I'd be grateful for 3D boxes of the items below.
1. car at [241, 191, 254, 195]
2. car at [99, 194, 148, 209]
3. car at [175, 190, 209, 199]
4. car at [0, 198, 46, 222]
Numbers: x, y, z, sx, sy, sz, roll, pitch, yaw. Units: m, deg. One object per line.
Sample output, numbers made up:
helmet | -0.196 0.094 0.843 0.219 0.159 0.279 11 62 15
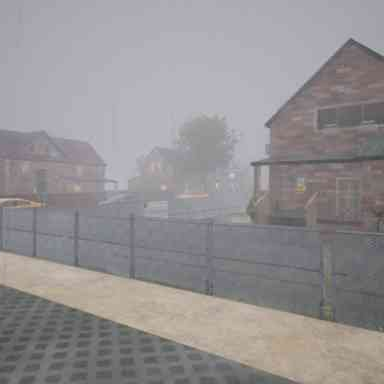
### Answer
car | 9.150 0.496 50.128 1.895 1.301 4.718 1 2 35
car | -5.959 0.951 28.957 1.837 1.490 4.892 1 2 35
car | 0.020 0.557 37.374 2.097 1.767 4.553 1 2 36
car | -11.709 1.159 20.837 1.882 1.535 5.008 1 2 35
